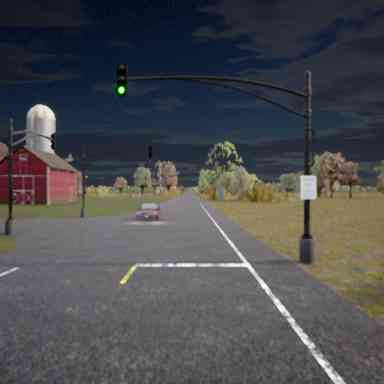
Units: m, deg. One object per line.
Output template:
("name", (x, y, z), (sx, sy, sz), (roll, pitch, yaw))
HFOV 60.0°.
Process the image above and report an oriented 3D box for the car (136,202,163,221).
("car", (-3.483, 1.615, 27.810), (1.812, 1.442, 4.674), (0, -1, 0))
